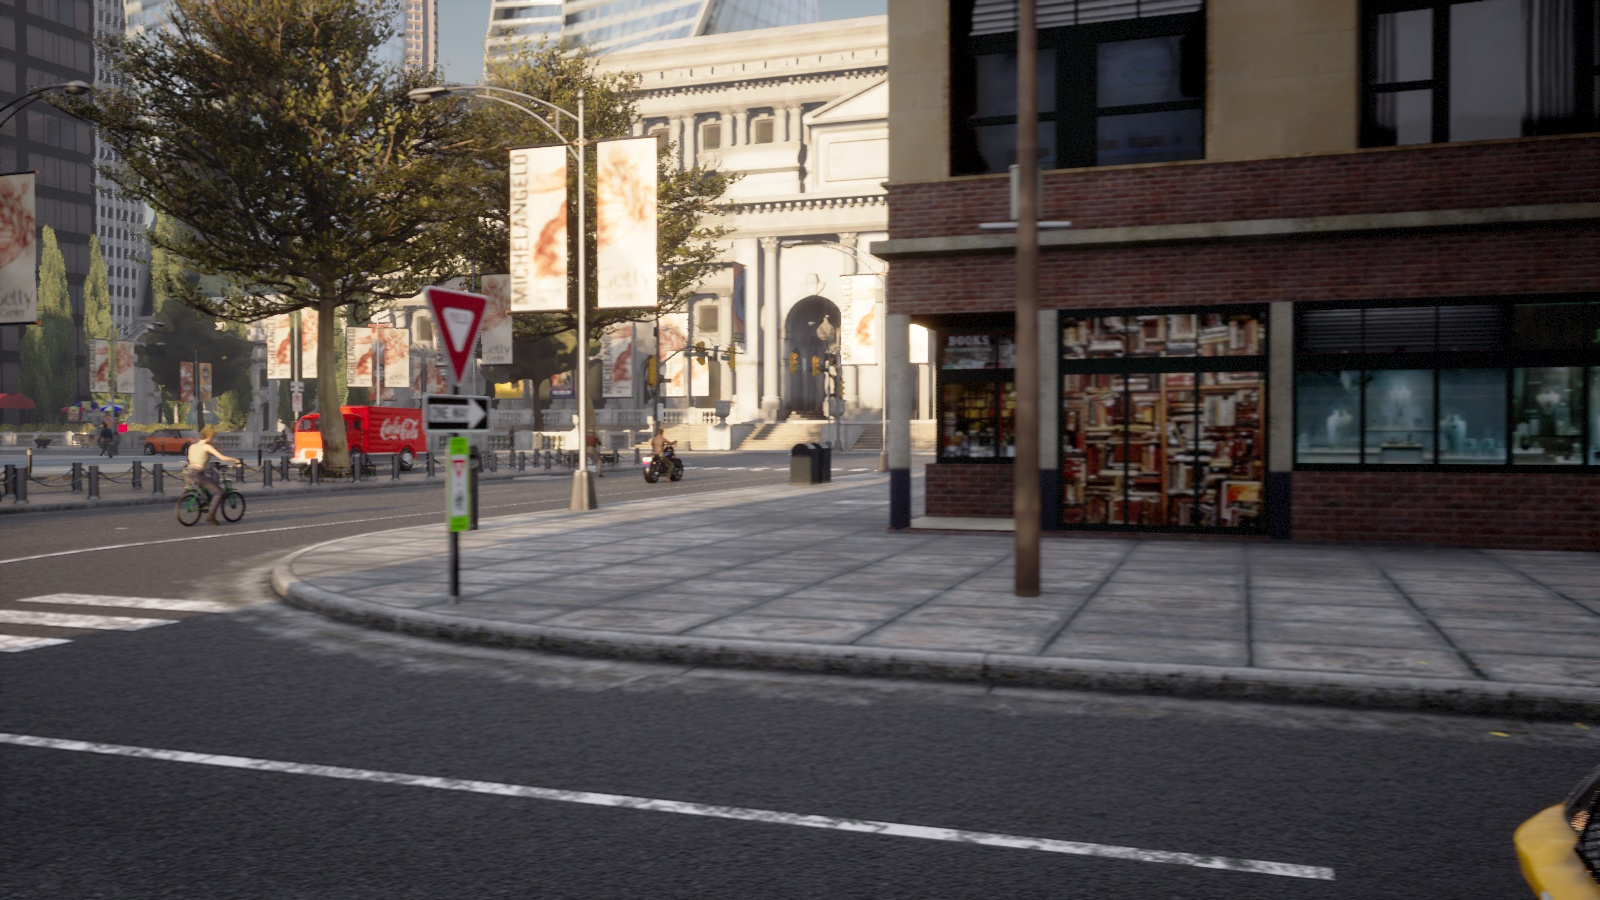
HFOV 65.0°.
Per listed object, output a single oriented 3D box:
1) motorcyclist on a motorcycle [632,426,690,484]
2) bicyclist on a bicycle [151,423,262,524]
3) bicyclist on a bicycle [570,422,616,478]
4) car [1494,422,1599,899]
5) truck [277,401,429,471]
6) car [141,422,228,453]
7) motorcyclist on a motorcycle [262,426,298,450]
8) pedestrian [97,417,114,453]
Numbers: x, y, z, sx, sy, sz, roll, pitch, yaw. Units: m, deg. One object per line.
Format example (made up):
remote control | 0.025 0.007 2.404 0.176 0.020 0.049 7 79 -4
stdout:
motorcyclist on a motorcycle | -4.114 0.135 37.369 0.766 1.649 2.350 1 1 20
bicyclist on a bicycle | -9.881 0.361 20.960 0.866 1.612 1.509 1 1 20
bicyclist on a bicycle | -6.677 -0.012 40.612 0.659 1.776 1.843 1 1 20
car | 4.191 0.758 1.782 5.366 1.575 1.801 1 1 19
truck | -16.588 -0.521 46.916 2.627 2.467 5.204 1 0 19
car | -36.728 -0.754 74.932 4.553 1.767 2.097 1 1 19
motorcyclist on a motorcycle | -35.423 -0.832 85.611 2.350 1.649 0.766 0 1 20
pedestrian | -35.424 -0.769 64.072 0.726 1.835 0.370 1 1 18
